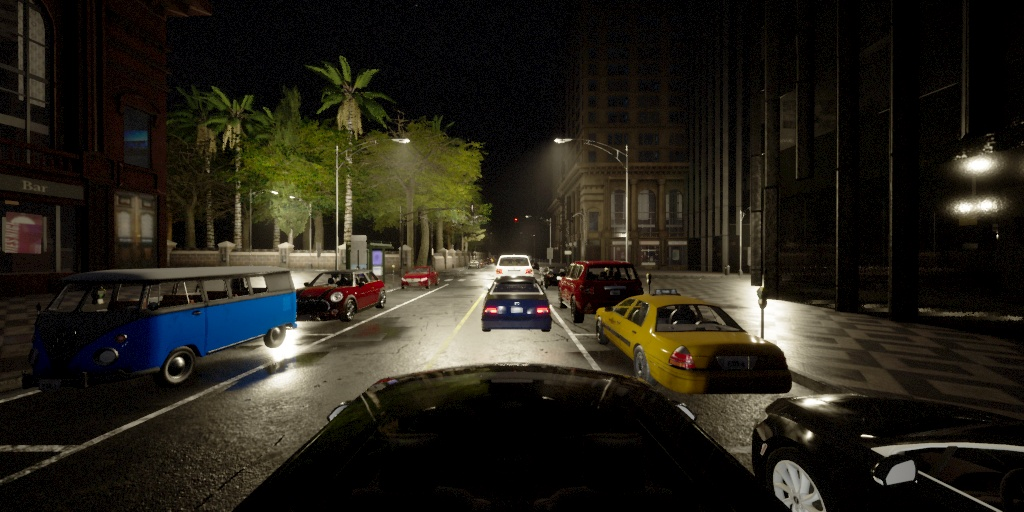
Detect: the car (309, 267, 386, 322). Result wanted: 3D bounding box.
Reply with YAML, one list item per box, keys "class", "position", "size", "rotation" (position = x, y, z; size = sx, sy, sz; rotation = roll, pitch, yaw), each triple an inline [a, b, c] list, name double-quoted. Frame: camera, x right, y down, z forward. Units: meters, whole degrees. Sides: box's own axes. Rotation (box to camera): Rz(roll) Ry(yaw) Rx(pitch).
- class: "car"
  position: [-5.757, 1.188, 11.993]
  size: [1.967, 1.591, 4.097]
  rotation: [0, 0, 0]

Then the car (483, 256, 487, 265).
- class: "car"
  position: [-5.731, 1.160, 60.125]
  size: [1.967, 1.591, 4.097]
  rotation: [0, 0, 0]

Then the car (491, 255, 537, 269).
- class: "car"
  position: [0.111, 0.968, 21.365]
  size: [2.150, 2.045, 5.566]
  rotation: [0, 0, 0]

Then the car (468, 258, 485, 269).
- class: "car"
  position: [-5.734, 1.275, 54.705]
  size: [2.007, 1.370, 4.403]
  rotation: [0, 0, 0]

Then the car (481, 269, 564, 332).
- class: "car"
  position: [0.108, 1.296, 10.793]
  size: [2.033, 1.411, 5.357]
  rotation: [0, 0, 0]

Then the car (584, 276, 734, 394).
- class: "car"
  position: [2.765, 1.275, 6.717]
  size: [1.751, 1.417, 4.829]
  rotation: [0, 0, 0]

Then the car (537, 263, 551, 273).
- class: "car"
  position: [2.774, 1.311, 22.823]
  size: [1.948, 1.339, 4.313]
  rotation: [0, 0, 0]

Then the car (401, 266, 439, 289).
- class: "car"
  position: [-5.752, 1.327, 22.845]
  size: [1.802, 1.307, 4.207]
  rotation: [0, 0, 0]

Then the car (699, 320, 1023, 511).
- class: "car"
  position: [2.762, 1.300, 1.122]
  size: [2.007, 1.370, 4.403]
  rotation: [0, 0, 0]

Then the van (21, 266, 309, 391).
- class: "van"
  position: [-5.760, 1.090, 6.566]
  size: [1.690, 1.789, 3.998]
  rotation: [0, 0, 0]

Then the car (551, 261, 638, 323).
- class: "car"
  position: [2.768, 1.063, 11.972]
  size: [2.192, 1.841, 5.009]
  rotation: [0, 0, 0]
